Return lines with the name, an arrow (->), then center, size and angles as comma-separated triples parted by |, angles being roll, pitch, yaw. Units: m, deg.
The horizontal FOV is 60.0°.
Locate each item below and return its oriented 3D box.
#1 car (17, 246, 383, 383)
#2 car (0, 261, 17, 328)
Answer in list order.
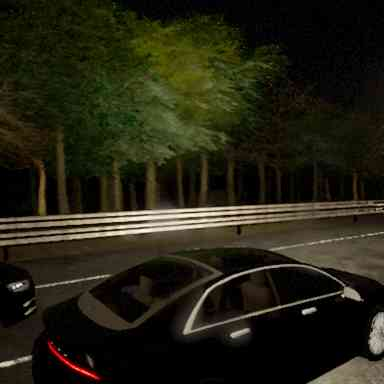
car -> 0.706, 1.466, 4.193 | 4.892, 1.490, 1.837 | -1, 0, -35
car -> -4.832, 1.496, 4.563 | 4.902, 1.511, 2.128 | -1, 1, -36
